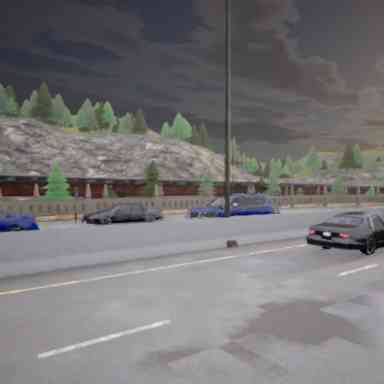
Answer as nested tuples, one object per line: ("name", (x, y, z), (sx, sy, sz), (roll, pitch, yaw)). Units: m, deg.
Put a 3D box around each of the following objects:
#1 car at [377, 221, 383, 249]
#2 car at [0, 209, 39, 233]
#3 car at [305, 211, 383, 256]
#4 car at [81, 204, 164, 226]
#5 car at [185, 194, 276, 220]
("car", (6.976, 1.493, 8.724), (4.181, 1.385, 1.994), (0, 0, -36))
("car", (-9.423, 1.473, 14.468), (5.008, 1.535, 1.882), (0, 0, -35))
("car", (6.635, 1.463, 12.780), (5.357, 1.411, 2.033), (0, 0, -36))
("car", (-4.501, 1.486, 22.278), (5.357, 1.411, 2.033), (0, 0, -35))
("car", (2.264, 1.138, 18.500), (5.566, 2.045, 2.150), (0, 0, -35))
